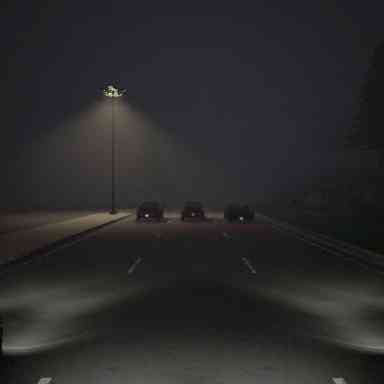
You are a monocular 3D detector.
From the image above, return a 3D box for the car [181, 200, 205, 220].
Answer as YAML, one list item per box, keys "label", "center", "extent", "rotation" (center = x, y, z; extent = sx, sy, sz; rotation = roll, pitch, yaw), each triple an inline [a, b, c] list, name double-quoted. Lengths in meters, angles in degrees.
- label: "car"
  center: [0.077, 1.526, 27.541]
  extent: [1.812, 1.442, 4.674]
  rotation: [0, 0, 0]

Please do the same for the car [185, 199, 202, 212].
- label: "car"
  center: [0.260, 1.601, 39.933]
  extent: [1.895, 1.301, 4.718]
  rotation: [0, 0, 2]

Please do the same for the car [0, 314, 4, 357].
- label: "car"
  center: [-3.405, 1.353, 2.307]
  extent: [2.097, 1.767, 4.553]
  rotation: [0, 0, 0]

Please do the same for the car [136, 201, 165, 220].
- label: "car"
  center: [-3.413, 1.506, 27.649]
  extent: [1.837, 1.490, 4.892]
  rotation: [0, 0, 0]

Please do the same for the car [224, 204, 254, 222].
- label: "car"
  center: [3.583, 1.601, 26.264]
  extent: [1.895, 1.301, 4.718]
  rotation: [0, 0, 0]
